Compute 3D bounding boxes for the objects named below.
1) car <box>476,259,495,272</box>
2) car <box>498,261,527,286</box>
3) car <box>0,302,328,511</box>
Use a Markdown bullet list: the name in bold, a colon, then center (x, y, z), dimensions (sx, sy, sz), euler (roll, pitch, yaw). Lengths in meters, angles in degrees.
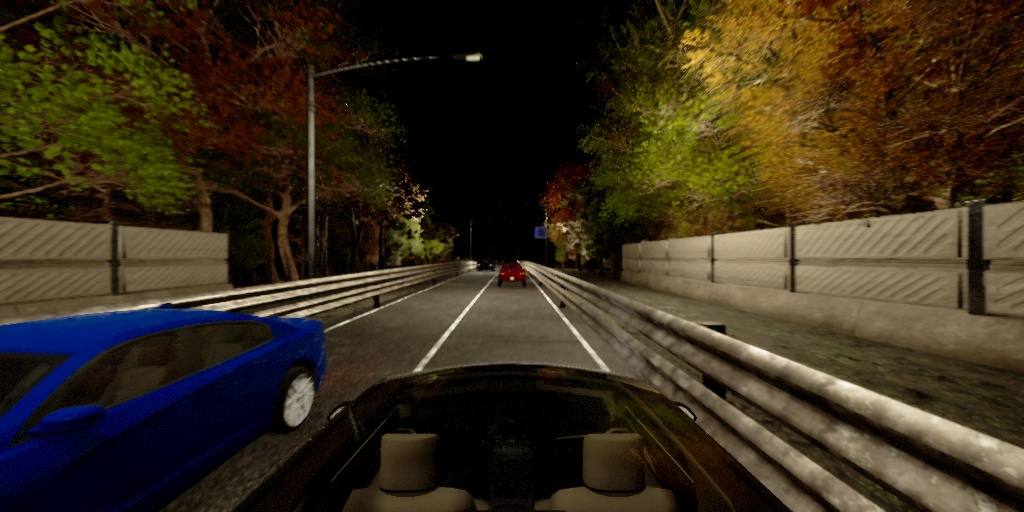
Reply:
- **car**: center (-3.306, 1.132, 45.840), dimensions (2.097, 1.767, 4.553), euler (0, -1, 0)
- **car**: center (0.013, 1.195, 24.115), dimensions (1.812, 1.442, 4.674), euler (0, 0, 0)
- **car**: center (-3.348, 1.220, 2.640), dimensions (1.882, 1.535, 5.008), euler (0, 0, 0)
